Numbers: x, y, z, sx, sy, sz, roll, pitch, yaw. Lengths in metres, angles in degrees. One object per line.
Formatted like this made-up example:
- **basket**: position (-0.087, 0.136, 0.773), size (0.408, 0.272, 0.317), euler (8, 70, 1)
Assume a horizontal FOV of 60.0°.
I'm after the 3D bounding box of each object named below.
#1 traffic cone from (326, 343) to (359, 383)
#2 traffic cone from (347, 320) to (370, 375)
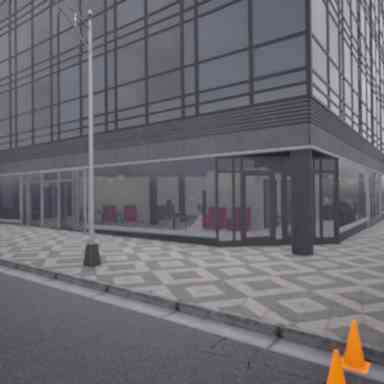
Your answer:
- **traffic cone**: position (1.516, 1.958, 3.501), size (0.340, 0.580, 0.340), euler (0, 0, 36)
- **traffic cone**: position (2.099, 1.959, 4.317), size (0.340, 0.580, 0.340), euler (0, -1, 36)
